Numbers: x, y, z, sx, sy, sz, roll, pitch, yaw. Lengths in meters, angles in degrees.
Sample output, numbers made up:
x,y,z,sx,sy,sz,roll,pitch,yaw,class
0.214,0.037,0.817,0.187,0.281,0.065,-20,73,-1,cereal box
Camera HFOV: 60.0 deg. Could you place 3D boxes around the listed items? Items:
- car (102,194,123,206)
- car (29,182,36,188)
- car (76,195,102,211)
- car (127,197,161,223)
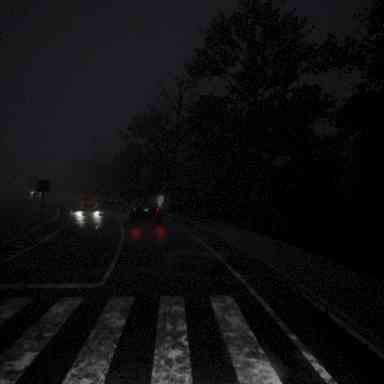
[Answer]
x,y,z,sx,sy,sz,roll,pitch,yaw,class
-10.122,0.943,41.445,2.033,1.411,5.357,1,2,-27,car
-32.744,-1.228,69.181,1.837,1.490,4.892,2,2,-36,car
-10.798,1.024,34.046,1.882,1.535,5.008,1,1,-23,car
-3.581,1.220,24.361,2.097,1.767,4.553,1,1,-14,car
